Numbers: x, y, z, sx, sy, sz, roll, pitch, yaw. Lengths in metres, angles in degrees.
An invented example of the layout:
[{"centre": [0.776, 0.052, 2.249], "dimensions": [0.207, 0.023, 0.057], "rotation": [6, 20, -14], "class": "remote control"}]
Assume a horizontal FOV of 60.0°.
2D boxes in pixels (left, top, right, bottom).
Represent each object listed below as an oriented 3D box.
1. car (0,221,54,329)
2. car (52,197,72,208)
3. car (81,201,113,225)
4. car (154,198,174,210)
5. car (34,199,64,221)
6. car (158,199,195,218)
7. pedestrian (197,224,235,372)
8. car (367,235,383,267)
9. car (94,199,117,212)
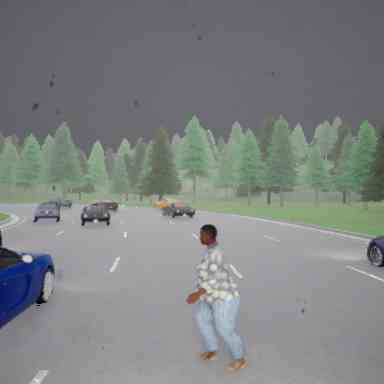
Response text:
[{"centre": [-3.738, 1.478, 5.050], "dimensions": [1.882, 1.535, 5.008], "rotation": [0, 0, -3], "class": "car"}, {"centre": [-18.678, 1.492, 46.207], "dimensions": [4.902, 1.511, 2.128], "rotation": [0, 0, 35], "class": "car"}, {"centre": [-7.007, 1.601, 24.088], "dimensions": [1.895, 1.301, 4.718], "rotation": [0, 0, -17], "class": "car"}, {"centre": [-2.784, 1.478, 39.820], "dimensions": [1.882, 1.535, 5.008], "rotation": [0, 0, -32], "class": "car"}, {"centre": [-11.628, 1.548, 26.723], "dimensions": [2.033, 1.411, 5.357], "rotation": [0, 0, -22], "class": "car"}, {"centre": [-1.327, 1.601, 29.646], "dimensions": [1.895, 1.301, 4.718], "rotation": [0, 0, -19], "class": "car"}, {"centre": [0.294, 1.294, 4.225], "dimensions": [0.375, 1.860, 0.375], "rotation": [0, 0, -3], "class": "pedestrian"}, {"centre": [6.501, 1.525, 8.458], "dimensions": [1.812, 1.442, 4.674], "rotation": [0, 0, -5], "class": "car"}, {"centre": [-10.213, 1.478, 37.775], "dimensions": [1.882, 1.535, 5.008], "rotation": [0, 0, -36], "class": "car"}]
